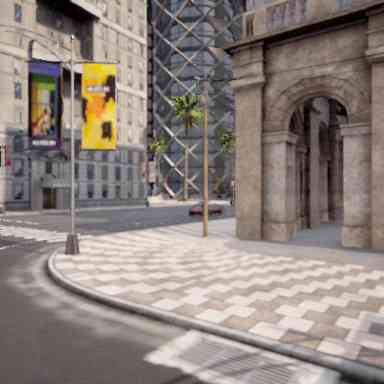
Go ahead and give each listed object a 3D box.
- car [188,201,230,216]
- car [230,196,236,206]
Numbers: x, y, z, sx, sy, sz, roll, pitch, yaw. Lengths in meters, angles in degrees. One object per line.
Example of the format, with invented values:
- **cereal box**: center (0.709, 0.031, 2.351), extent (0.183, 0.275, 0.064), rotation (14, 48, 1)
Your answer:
- **car**: center (1.475, 1.580, 31.985), extent (1.994, 1.385, 4.181), rotation (0, 0, 35)
- **car**: center (8.120, 1.249, 53.258), extent (2.150, 2.045, 5.566), rotation (0, 0, 36)
